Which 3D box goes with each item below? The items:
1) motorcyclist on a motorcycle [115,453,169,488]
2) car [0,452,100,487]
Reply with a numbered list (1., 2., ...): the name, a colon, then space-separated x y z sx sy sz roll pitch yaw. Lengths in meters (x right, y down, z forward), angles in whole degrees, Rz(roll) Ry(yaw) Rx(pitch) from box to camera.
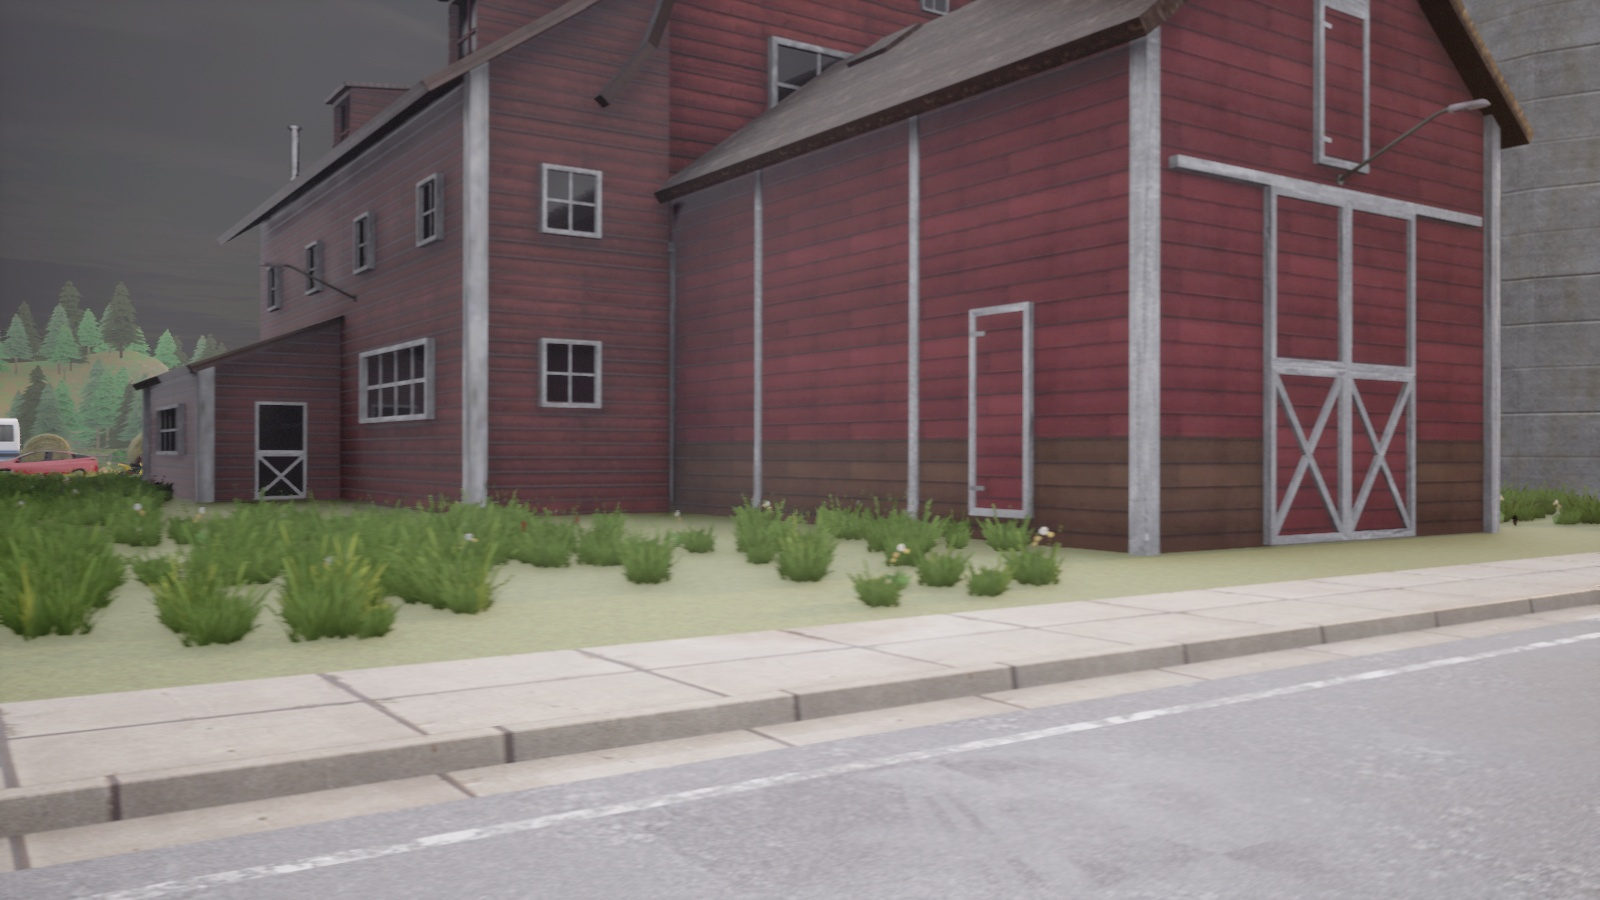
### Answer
1. motorcyclist on a motorcycle: -29.199 0.898 55.710 2.044 1.523 0.797 0 0 -35
2. car: -34.173 0.876 56.510 4.514 1.525 2.007 0 0 -35
